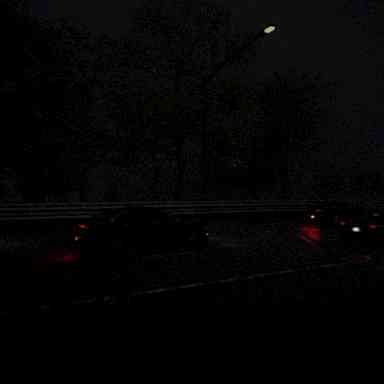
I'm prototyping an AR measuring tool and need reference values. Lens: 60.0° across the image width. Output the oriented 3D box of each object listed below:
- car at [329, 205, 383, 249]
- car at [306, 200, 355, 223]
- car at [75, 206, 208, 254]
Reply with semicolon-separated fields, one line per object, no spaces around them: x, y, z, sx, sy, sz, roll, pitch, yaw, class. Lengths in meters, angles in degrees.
7.879;1.368;13.301;4.181;1.385;1.994;0;0;-27;car
9.791;1.317;22.133;4.892;1.490;1.837;0;0;-27;car
-1.724;1.293;12.249;4.892;1.490;1.837;0;0;-28;car
